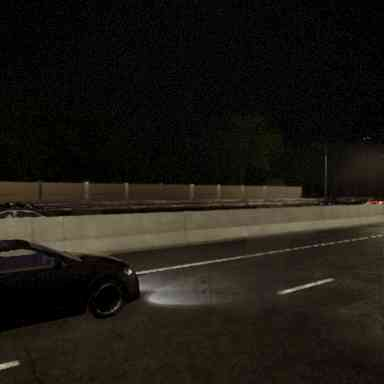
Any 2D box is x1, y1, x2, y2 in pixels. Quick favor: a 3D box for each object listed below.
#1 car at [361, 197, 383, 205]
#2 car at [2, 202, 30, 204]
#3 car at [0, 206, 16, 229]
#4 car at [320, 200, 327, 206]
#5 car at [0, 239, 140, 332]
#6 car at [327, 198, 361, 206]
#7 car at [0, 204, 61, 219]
[{"bbox_3d":[24.360,1.446,42.821,4.553,1.767,2.097,0,0,-35],"label":"car"},{"bbox_3d":[-13.482,1.515,24.463,4.892,1.490,1.837,0,0,-35],"label":"car"},{"bbox_3d":[-13.476,1.606,20.174,4.718,1.301,1.895,0,0,-35],"label":"car"},{"bbox_3d":[20.889,1.602,48.934,4.892,1.490,1.837,0,0,-35],"label":"car"},{"bbox_3d":[-3.071,1.567,5.977,4.181,1.385,1.994,0,0,-36],"label":"car"},{"bbox_3d":[20.882,1.582,44.651,4.902,1.511,2.128,0,0,-35],"label":"car"},{"bbox_3d":[-8.471,1.499,15.143,4.902,1.511,2.128,0,0,-35],"label":"car"}]
